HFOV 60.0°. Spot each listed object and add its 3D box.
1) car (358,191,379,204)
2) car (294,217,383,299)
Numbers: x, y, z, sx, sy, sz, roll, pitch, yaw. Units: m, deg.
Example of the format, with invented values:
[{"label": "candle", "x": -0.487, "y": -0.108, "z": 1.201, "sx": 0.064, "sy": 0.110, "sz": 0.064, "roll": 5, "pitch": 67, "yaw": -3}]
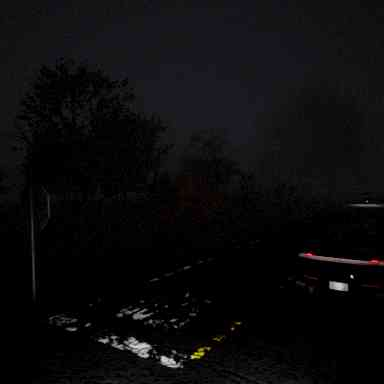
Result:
[{"label": "car", "x": 20.635, "y": 0.598, "z": 38.686, "sx": 2.033, "sy": 1.411, "sz": 5.357, "roll": 0, "pitch": 1, "yaw": 33}, {"label": "car", "x": 3.798, "y": 1.329, "z": 7.655, "sx": 2.128, "sy": 1.511, "sz": 4.902, "roll": 0, "pitch": 1, "yaw": 33}]
